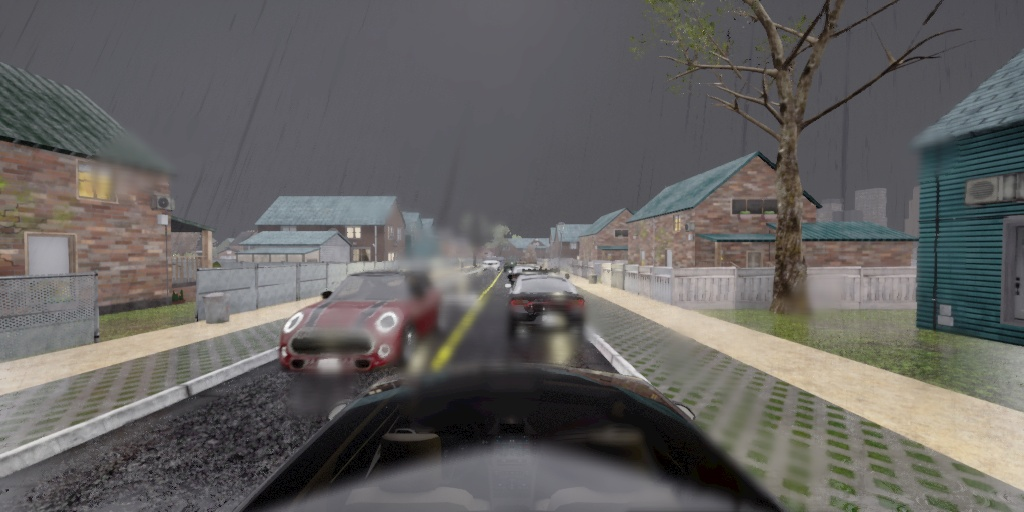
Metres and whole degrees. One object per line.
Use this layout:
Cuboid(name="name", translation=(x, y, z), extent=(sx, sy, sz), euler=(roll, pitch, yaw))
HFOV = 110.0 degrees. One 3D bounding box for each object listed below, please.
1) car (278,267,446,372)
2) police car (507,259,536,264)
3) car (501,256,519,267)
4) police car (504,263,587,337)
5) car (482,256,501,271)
Cuboid(name="car", translation=(-2.849, 1.100, 7.850), extent=(2.097, 1.767, 4.553), euler=(0, 0, 0))
Cuboid(name="police car", translation=(0.828, 1.182, 20.370), extent=(1.930, 1.638, 5.238), euler=(0, 0, 0))
Cuboid(name="car", translation=(0.029, 1.026, 47.016), extent=(2.150, 2.045, 5.566), euler=(0, 0, 0))
Cuboid(name="police car", translation=(0.827, 1.174, 10.368), extent=(1.930, 1.638, 5.238), euler=(0, 0, 0))
Cuboid(name="car", translation=(-2.839, 1.032, 49.229), extent=(2.150, 2.045, 5.566), euler=(0, 0, 0))
